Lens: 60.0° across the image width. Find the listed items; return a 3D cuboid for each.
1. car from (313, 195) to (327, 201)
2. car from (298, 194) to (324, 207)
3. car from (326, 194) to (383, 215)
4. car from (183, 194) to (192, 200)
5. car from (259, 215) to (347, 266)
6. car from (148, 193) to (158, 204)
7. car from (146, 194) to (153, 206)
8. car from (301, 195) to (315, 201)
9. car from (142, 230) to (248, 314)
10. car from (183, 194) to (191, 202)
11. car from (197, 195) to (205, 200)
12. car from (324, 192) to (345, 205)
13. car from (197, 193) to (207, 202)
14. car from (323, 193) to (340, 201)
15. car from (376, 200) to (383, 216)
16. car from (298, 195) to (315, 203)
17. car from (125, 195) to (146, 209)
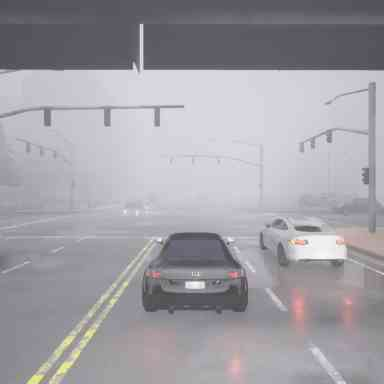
[{"bbox_3d":[30.811,1.364,79.942,1.784,1.438,3.905,0,0,0],"label":"car"},{"bbox_3d":[16.645,1.153,47.386,1.932,1.855,4.605,0,0,0],"label":"car"},{"bbox_3d":[16.354,1.352,33.157,4.553,1.767,2.097,0,0,1],"label":"car"},{"bbox_3d":[-1.156,1.351,86.035,2.128,1.511,4.902,0,0,0],"label":"car"},{"bbox_3d":[3.582,1.526,11.364,1.812,1.442,4.674,0,0,0],"label":"car"},{"bbox_3d":[-8.051,1.221,66.069,2.150,2.045,5.566,0,0,0],"label":"car"},{"bbox_3d":[-8.044,1.526,55.416,1.812,1.442,4.674,0,0,0],"label":"car"},{"bbox_3d":[27.916,1.395,79.934,1.970,1.475,3.806,0,0,0],"label":"car"},{"bbox_3d":[0.067,1.564,7.704,1.994,1.385,4.181,0,0,0],"label":"car"},{"bbox_3d":[-1.097,1.593,76.964,1.895,1.301,4.718,0,0,0],"label":"car"},{"bbox_3d":[2.344,1.378,86.058,1.994,1.385,4.181,0,0,0],"label":"car"},{"bbox_3d":[19.540,1.156,47.340,1.905,1.878,3.866,0,0,0],"label":"car"},{"bbox_3d":[2.403,1.223,76.990,2.150,2.045,5.566,0,0,0],"label":"car"},{"bbox_3d":[33.495,1.153,80.000,1.932,1.855,4.605,0,0,0],"label":"car"},{"bbox_3d":[19.150,1.601,29.626,4.718,1.301,1.895,0,0,1],"label":"car"},{"bbox_3d":[22.193,1.395,64.815,1.970,1.475,3.806,0,0,0],"label":"car"},{"bbox_3d":[-7.994,1.478,46.136,1.882,1.535,5.008,0,0,0],"label":"car"}]
